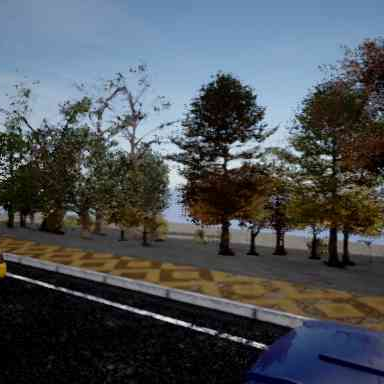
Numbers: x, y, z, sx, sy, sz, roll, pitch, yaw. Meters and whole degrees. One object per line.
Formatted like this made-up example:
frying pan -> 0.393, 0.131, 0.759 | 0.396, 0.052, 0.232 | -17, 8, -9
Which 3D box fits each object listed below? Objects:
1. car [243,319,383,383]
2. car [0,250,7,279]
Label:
car -> 2.519, 1.600, 1.770 | 4.718, 1.301, 1.895 | 0, 0, 36
car -> -6.650, 1.449, 8.232 | 5.366, 1.575, 1.801 | 0, 0, 35
